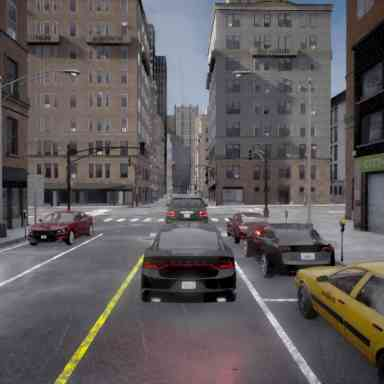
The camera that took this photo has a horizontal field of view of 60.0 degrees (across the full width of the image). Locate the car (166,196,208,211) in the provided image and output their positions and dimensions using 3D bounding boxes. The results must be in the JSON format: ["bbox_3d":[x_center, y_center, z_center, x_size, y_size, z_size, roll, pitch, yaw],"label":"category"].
[{"bbox_3d":[-0.282,1.215,18.412,2.150,2.045,5.566,0,0,-1],"label":"car"}]

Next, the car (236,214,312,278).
[{"bbox_3d":[2.720,1.562,9.973,1.947,1.339,4.313,-1,0,-1],"label":"car"}]

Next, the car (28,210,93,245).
[{"bbox_3d":[-5.911,1.539,15.422,1.887,1.381,4.507,-1,0,-1],"label":"car"}]

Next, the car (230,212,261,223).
[{"bbox_3d":[2.633,1.576,15.558,1.802,1.307,4.206,-1,0,-1],"label":"car"}]

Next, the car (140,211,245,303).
[{"bbox_3d":[-0.078,1.475,8.281,1.882,1.535,5.008,0,0,0],"label":"car"}]

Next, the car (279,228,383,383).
[{"bbox_3d":[2.804,1.524,4.558,1.752,1.417,4.829,-1,0,-1],"label":"car"}]
